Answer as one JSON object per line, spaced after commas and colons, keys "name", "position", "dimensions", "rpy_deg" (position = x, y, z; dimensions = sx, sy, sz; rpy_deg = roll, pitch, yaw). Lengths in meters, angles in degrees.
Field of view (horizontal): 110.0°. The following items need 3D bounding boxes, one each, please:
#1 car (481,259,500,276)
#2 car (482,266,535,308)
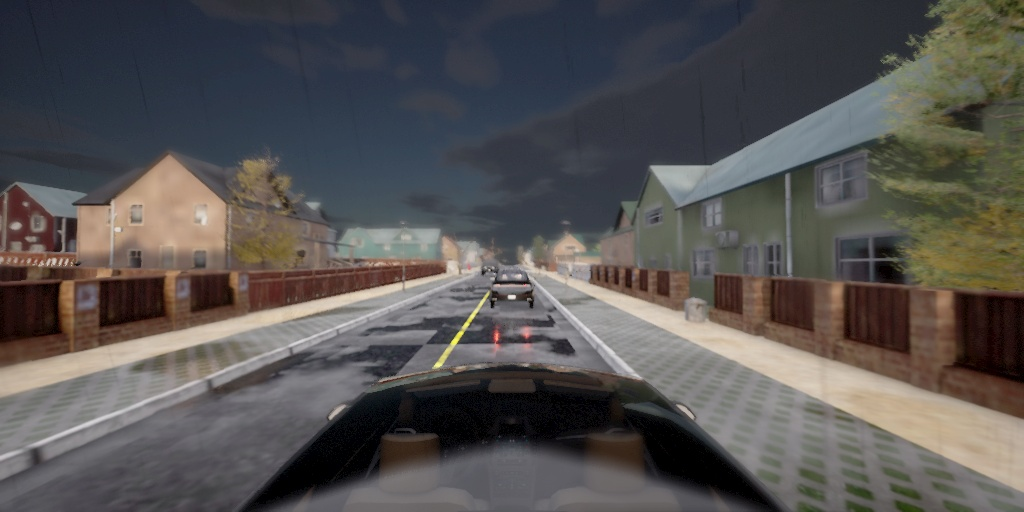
{"name": "car", "position": [-2.766, 1.430, 46.556], "dimensions": [2.150, 2.045, 5.566], "rpy_deg": [0, -1, 0]}
{"name": "car", "position": [-0.001, 1.382, 16.148], "dimensions": [2.128, 1.511, 4.902], "rpy_deg": [0, 0, 0]}
